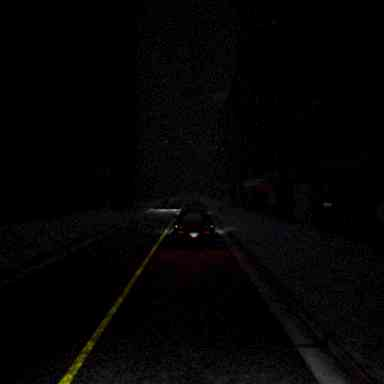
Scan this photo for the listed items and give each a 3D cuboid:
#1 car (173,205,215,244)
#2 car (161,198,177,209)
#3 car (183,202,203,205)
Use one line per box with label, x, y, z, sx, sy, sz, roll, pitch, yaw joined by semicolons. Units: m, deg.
car;0.090;1.544;15.770;1.812;1.442;4.674;0;0;0
car;-3.088;1.587;45.669;1.812;1.442;4.674;0;0;0
car;0.090;1.604;31.530;1.994;1.385;4.181;0;0;0
